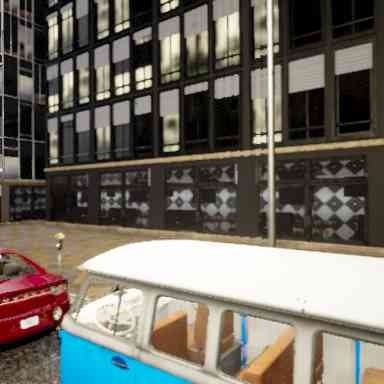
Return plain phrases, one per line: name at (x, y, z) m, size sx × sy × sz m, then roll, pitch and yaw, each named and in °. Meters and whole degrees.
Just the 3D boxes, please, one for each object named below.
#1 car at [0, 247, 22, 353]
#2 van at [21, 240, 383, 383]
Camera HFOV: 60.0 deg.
car at (-3.959, 1.609, 5.693) m, size 4.507 × 1.381 × 1.887 m, roll -1°, pitch 0°, yaw 35°
van at (0.680, 1.348, 2.388) m, size 3.998 × 1.788 × 1.690 m, roll -1°, pitch 0°, yaw 35°
